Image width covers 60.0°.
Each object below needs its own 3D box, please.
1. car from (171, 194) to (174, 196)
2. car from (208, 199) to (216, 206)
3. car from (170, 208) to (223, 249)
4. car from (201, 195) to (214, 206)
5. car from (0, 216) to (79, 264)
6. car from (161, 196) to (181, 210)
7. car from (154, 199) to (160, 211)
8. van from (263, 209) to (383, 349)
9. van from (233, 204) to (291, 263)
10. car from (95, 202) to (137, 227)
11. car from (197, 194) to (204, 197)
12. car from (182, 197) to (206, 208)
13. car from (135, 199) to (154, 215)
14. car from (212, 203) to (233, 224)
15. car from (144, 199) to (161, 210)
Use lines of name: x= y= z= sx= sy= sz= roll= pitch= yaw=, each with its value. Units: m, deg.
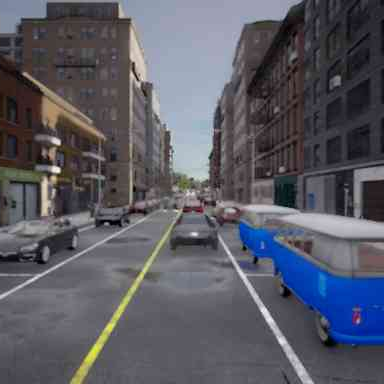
car: x=-5.382 y=1.624 z=68.607 sx=1.967 sy=1.590 sz=4.097 roll=0 pitch=0 yaw=0
car: x=2.640 y=1.606 z=29.000 sx=1.752 sy=1.417 sz=4.829 roll=0 pitch=0 yaw=0
car: x=0.088 y=1.606 z=14.839 sx=1.994 sy=1.385 sz=4.181 roll=0 pitch=0 yaw=0
car: x=2.755 y=1.622 z=52.917 sx=1.882 sy=1.535 sz=5.008 roll=0 pitch=0 yaw=0
car: x=-5.387 y=1.584 z=11.784 sx=2.008 sy=1.369 sz=4.403 roll=0 pitch=0 yaw=0
car: x=-2.833 y=1.628 z=44.941 sx=1.837 sy=1.490 sz=4.892 roll=0 pitch=0 yaw=0
car: x=-5.384 y=1.661 z=40.195 sx=2.008 sy=1.369 sz=4.403 roll=0 pitch=0 yaw=0
van: x=2.638 y=1.359 z=6.102 sx=1.690 sy=1.788 sz=3.998 roll=0 pitch=0 yaw=0
van: x=2.638 y=1.375 z=11.784 sx=1.690 sy=1.788 sz=3.998 roll=0 pitch=0 yaw=0
car: x=-5.386 y=1.630 z=23.148 sx=1.947 sy=1.339 sz=4.313 roll=0 pitch=0 yaw=0
car: x=2.643 y=1.499 z=68.607 sx=2.192 sy=1.841 sz=5.009 roll=0 pitch=0 yaw=0
car: x=0.092 y=1.563 z=30.965 sx=1.882 sy=1.535 sz=5.008 roll=0 pitch=0 yaw=0
car: x=-5.385 y=1.640 z=34.513 sx=1.887 sy=1.381 sz=4.507 roll=0 pitch=0 yaw=0
car: x=2.639 y=1.647 z=23.148 sx=1.802 sy=1.307 sz=4.206 roll=0 pitch=0 yaw=0
car: x=-5.384 y=1.670 z=45.878 sx=1.887 sy=1.381 sz=4.507 roll=0 pitch=0 yaw=0
